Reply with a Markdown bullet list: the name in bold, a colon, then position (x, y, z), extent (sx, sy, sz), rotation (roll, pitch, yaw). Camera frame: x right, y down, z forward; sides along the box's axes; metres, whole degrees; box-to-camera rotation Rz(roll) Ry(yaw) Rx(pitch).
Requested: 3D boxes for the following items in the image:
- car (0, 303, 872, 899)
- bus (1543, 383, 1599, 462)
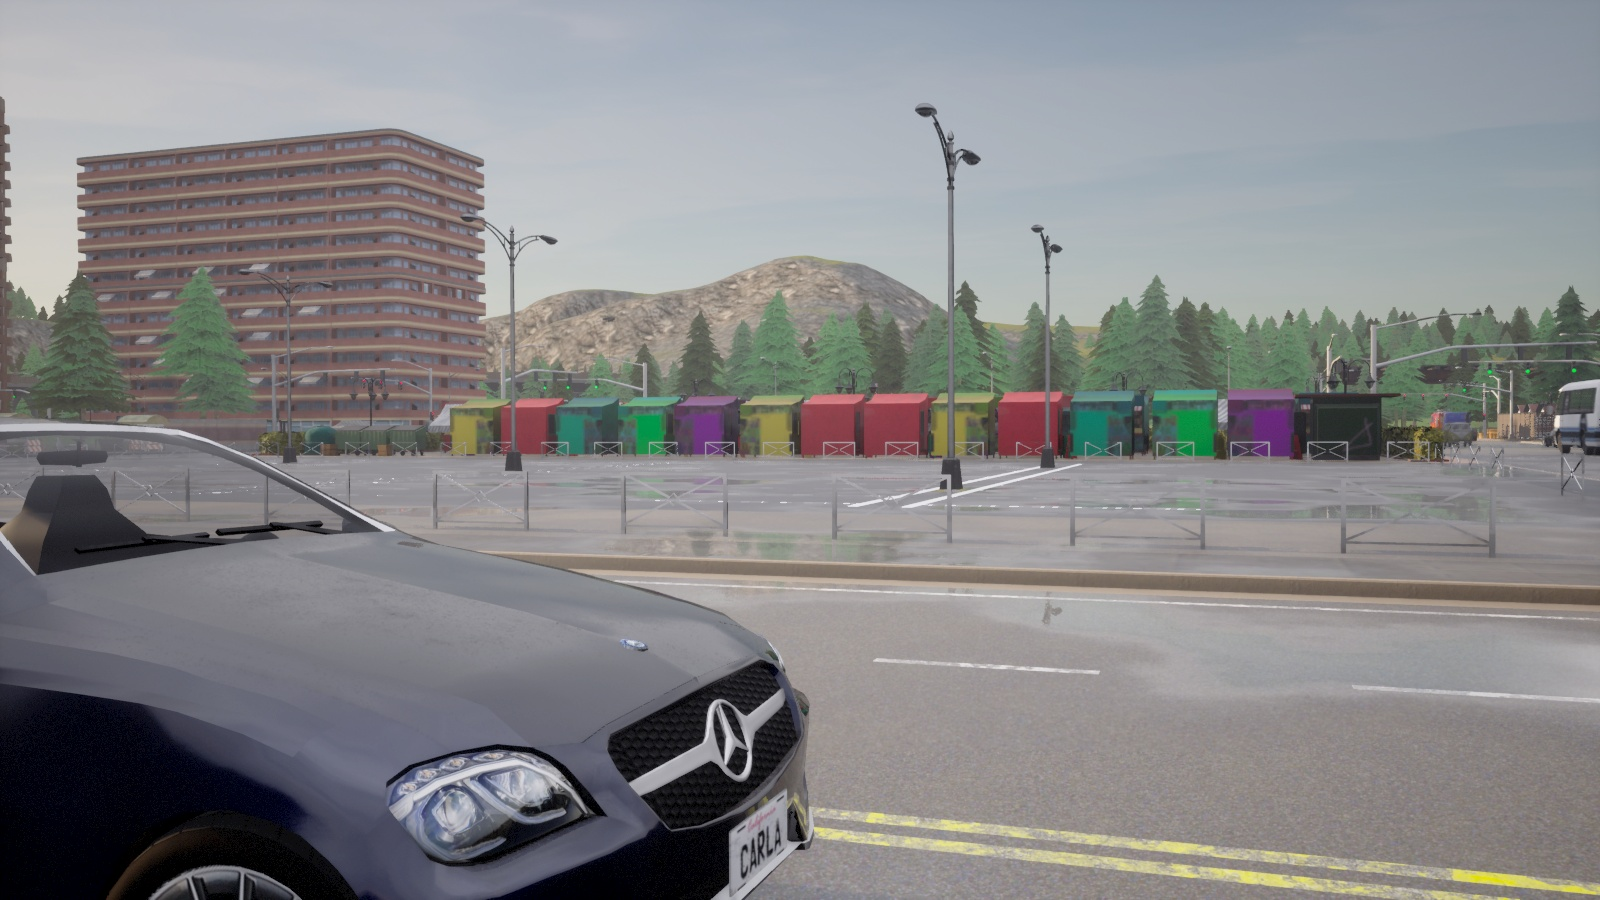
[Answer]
- **car**: position (-2.485, 0.531, 4.025), extent (5.027, 1.651, 2.152), rotation (1, 1, 19)
- **bus**: position (45.629, -1.521, 71.346), extent (3.944, 4.253, 10.273), rotation (1, 1, 20)
